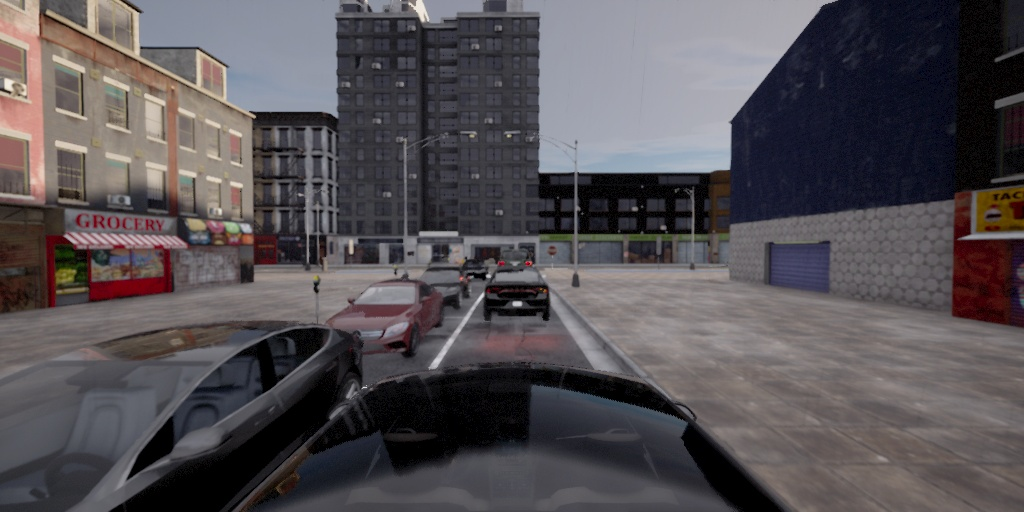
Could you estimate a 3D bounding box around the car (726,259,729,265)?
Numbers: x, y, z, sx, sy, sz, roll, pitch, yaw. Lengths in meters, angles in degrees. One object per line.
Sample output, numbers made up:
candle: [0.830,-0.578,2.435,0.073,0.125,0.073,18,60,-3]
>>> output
car: [25.337,0.498,37.867,4.892,1.490,1.837,0,1,0]

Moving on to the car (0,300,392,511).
car: [-2.636,1.297,2.679,1.948,1.339,4.313,0,0,0]

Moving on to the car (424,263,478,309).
car: [-2.583,1.088,13.581,1.948,1.339,4.313,0,0,0]

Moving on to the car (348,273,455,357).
car: [-2.609,1.209,8.129,1.802,1.307,4.207,0,0,0]

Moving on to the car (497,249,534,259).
car: [0.210,0.561,23.036,2.150,2.045,5.566,0,1,1]

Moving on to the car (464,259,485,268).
car: [-2.530,0.879,24.483,1.948,1.339,4.313,0,0,0]

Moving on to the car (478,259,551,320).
car: [0.145,1.034,11.755,1.882,1.535,5.008,0,1,0]
